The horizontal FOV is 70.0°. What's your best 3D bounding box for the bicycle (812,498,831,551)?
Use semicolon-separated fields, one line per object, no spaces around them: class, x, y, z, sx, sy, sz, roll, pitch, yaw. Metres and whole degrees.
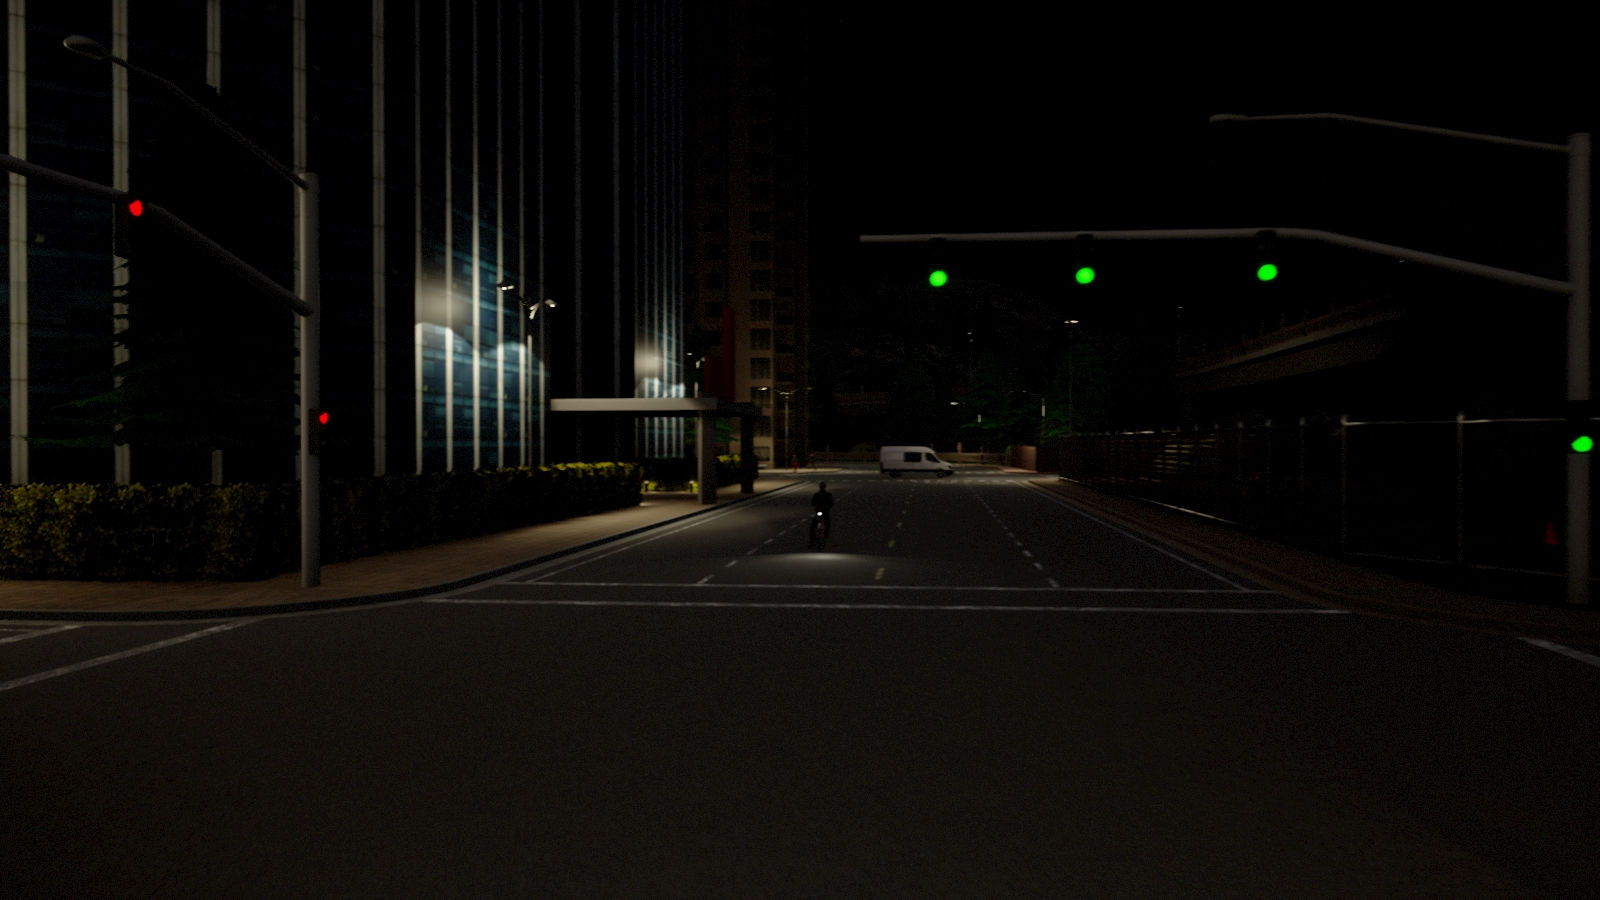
bicycle;0.575;1.924;29.817;0.329;1.271;1.835;0;0;7
